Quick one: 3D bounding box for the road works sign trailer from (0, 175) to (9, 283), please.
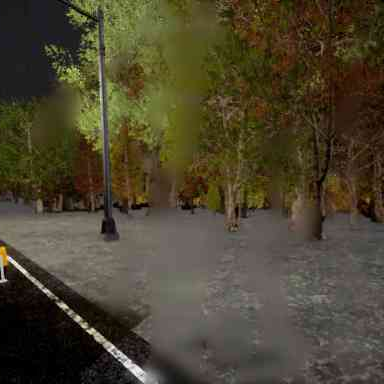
[{"bbox_3d":[-6.462,0.535,8.875,2.380,3.560,2.880,-3,2,-38],"label":"road works sign trailer"}]
